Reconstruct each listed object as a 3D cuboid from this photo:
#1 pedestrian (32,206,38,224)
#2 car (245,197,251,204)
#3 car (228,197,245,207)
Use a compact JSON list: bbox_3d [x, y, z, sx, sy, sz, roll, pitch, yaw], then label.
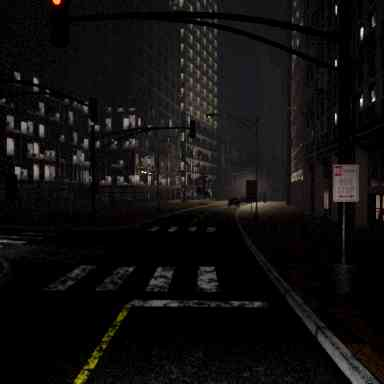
[{"bbox_3d":[-9.371,1.345,19.865,0.500,1.100,0.500,0,0,17],"label":"pedestrian"},{"bbox_3d":[10.988,1.770,69.138,1.837,1.490,4.892,0,0,18],"label":"car"},{"bbox_3d":[7.260,1.675,55.961,1.837,1.490,4.892,0,-1,14],"label":"car"}]
